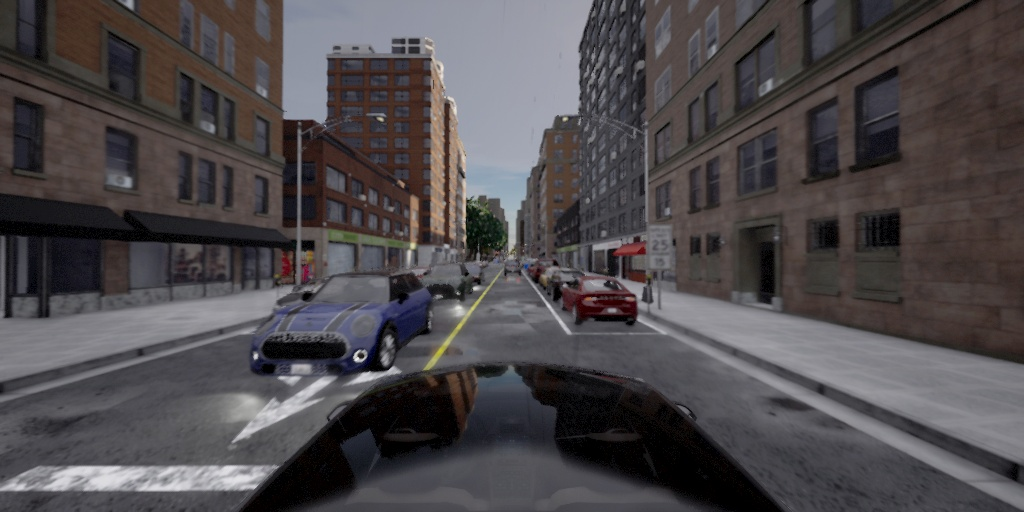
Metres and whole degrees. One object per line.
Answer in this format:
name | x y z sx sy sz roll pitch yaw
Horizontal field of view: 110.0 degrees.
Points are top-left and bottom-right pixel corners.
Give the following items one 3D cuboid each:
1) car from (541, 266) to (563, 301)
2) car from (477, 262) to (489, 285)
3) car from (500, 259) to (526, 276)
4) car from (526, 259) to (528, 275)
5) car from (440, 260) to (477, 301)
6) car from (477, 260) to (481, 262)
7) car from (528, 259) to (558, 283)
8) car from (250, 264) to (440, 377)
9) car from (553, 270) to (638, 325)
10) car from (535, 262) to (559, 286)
car | 2.660 1.358 17.287 1.948 1.339 4.313 0 0 0
car | -3.105 1.379 27.709 2.033 1.411 5.357 0 0 0
car | 0.080 1.372 39.349 2.128 1.511 4.902 0 0 0
car | 2.650 1.294 33.809 1.967 1.591 4.097 0 0 0
car | -3.108 1.147 17.510 2.097 1.767 4.553 0 0 0
car | -5.885 1.503 50.334 1.948 1.339 4.313 0 0 0
car | 2.654 1.146 28.301 2.192 1.841 5.009 0 0 0
car | -3.134 1.118 7.640 2.097 1.767 4.553 0 0 1
car | 2.663 1.320 11.781 1.888 1.381 4.507 0 0 0
car | 2.657 1.336 22.964 1.751 1.417 4.829 0 0 0
